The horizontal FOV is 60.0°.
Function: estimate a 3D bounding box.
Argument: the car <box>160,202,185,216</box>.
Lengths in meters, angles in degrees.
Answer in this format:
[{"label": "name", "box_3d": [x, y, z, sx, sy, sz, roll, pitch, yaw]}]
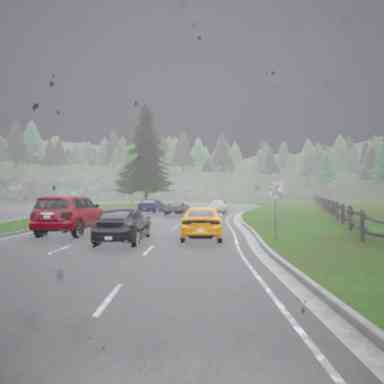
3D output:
[{"label": "car", "box_3d": [-1.339, 1.619, 32.562, 1.895, 1.301, 4.718, 0, 0, 10]}]

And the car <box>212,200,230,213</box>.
[{"label": "car", "box_3d": [2.795, 1.545, 35.097, 1.812, 1.442, 4.674, 0, 0, 13]}]

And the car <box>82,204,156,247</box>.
[{"label": "car", "box_3d": [-3.066, 1.513, 15.119, 1.837, 1.490, 4.892, 0, 0, 3]}]

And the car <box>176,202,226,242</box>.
[{"label": "car", "box_3d": [0.506, 1.487, 16.459, 1.882, 1.535, 5.008, 0, 0, 3]}]

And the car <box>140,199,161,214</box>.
[{"label": "car", "box_3d": [-4.212, 1.497, 35.626, 1.882, 1.535, 5.008, 0, 0, 12]}]

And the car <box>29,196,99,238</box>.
[{"label": "car", "box_3d": [-6.430, 1.230, 17.792, 2.150, 2.045, 5.566, 0, 0, 3]}]
